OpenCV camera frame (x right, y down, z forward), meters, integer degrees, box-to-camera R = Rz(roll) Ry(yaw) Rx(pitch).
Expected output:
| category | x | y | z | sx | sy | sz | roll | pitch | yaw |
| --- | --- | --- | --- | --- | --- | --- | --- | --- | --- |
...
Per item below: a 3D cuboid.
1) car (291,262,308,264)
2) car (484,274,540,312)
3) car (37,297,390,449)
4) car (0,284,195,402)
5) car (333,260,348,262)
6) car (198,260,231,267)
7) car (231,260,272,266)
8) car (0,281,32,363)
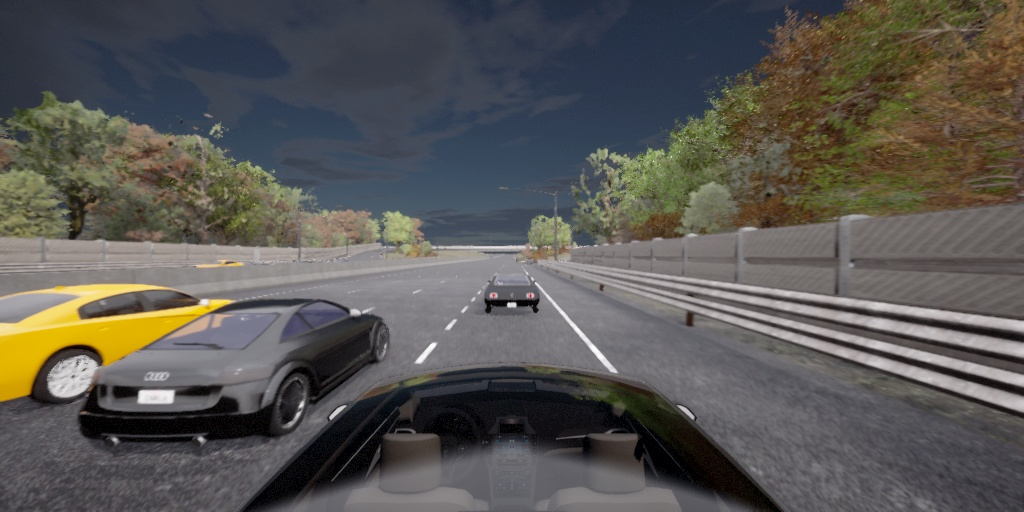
| category | x | y | z | sx | sy | sz | roll | pitch | yaw |
| --- | --- | --- | --- | --- | --- | --- | --- | --- | --- |
| car | -21.018 | 1.269 | 35.393 | 1.994 | 1.385 | 4.181 | 0 | 0 | 1 |
| car | 0.000 | 1.326 | 13.999 | 1.895 | 1.301 | 4.718 | 0 | 0 | 0 |
| car | -3.397 | 1.306 | 5.429 | 1.994 | 1.385 | 4.181 | 0 | 0 | 0 |
| car | -6.899 | 1.218 | 6.311 | 1.882 | 1.535 | 5.008 | 0 | 0 | 0 |
| car | -24.535 | 1.255 | 51.263 | 2.033 | 1.411 | 5.357 | 0 | 0 | 1 |
| car | -31.531 | 1.188 | 38.920 | 1.882 | 1.535 | 5.008 | 0 | 1 | 1 |
| car | -28.010 | 1.308 | 39.608 | 1.895 | 1.301 | 4.718 | 0 | 0 | 0 |
| car | -10.400 | 1.249 | 4.640 | 1.837 | 1.490 | 4.892 | 0 | 0 | 0 |
